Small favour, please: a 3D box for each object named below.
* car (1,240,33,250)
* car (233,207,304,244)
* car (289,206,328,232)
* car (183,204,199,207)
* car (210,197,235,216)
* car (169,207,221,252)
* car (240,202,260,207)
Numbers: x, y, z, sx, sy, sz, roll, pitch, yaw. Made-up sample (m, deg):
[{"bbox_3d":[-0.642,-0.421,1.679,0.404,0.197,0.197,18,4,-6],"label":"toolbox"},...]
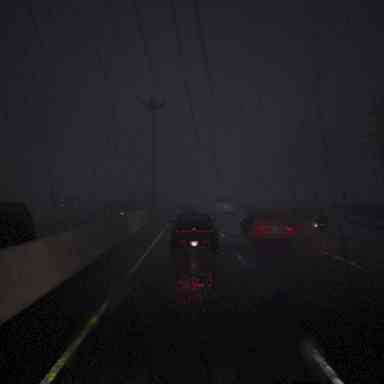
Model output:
[{"bbox_3d":[-7.114,1.315,10.612,2.150,2.045,5.566,0,-1,0],"label":"car"},{"bbox_3d":[3.579,1.693,16.694,2.033,1.411,5.357,0,-1,0],"label":"car"},{"bbox_3d":[7.073,1.690,21.401,1.837,1.490,4.892,0,-1,0],"label":"car"},{"bbox_3d":[-0.191,1.910,35.601,1.895,1.301,4.718,0,0,-3],"label":"car"},{"bbox_3d":[3.278,1.535,36.223,2.150,2.045,5.566,0,-1,-3],"label":"car"},{"bbox_3d":[0.081,1.631,14.451,1.837,1.490,4.892,0,-1,0],"label":"car"},{"bbox_3d":[6.587,1.856,38.149,1.812,1.442,4.674,0,-1,-5],"label":"car"}]
